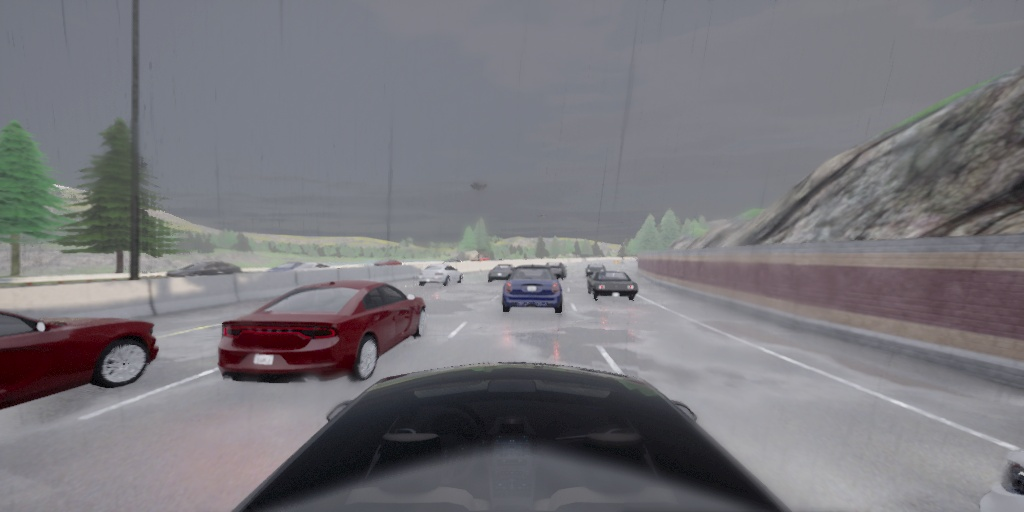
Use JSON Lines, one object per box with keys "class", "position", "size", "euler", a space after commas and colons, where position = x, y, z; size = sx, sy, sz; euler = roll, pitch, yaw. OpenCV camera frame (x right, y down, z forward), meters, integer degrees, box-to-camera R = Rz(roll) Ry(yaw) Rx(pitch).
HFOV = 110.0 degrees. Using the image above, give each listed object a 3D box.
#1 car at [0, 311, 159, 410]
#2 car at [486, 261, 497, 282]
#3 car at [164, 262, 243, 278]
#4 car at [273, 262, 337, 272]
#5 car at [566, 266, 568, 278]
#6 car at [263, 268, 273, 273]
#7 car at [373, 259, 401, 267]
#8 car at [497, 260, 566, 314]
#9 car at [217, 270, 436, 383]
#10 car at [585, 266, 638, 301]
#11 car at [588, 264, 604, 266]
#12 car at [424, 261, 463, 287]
{"class": "car", "position": [-6.785, 1.204, 3.820], "size": [1.882, 1.535, 5.008], "euler": [0, 0, 1]}
{"class": "car", "position": [-0.508, 1.317, 28.270], "size": [1.994, 1.385, 4.181], "euler": [0, 0, 11]}
{"class": "car", "position": [-22.405, 1.181, 26.275], "size": [1.837, 1.490, 4.892], "euler": [0, 0, 9]}
{"class": "car", "position": [-15.176, 1.227, 27.101], "size": [1.812, 1.442, 4.674], "euler": [0, 0, 10]}
{"class": "car", "position": [3.790, 1.260, 31.581], "size": [2.128, 1.511, 4.902], "euler": [0, 0, 13]}
{"class": "car", "position": [-18.244, 1.217, 29.755], "size": [1.812, 1.442, 4.674], "euler": [0, 0, 11]}
{"class": "car", "position": [-18.917, 1.171, 54.439], "size": [1.882, 1.535, 5.008], "euler": [0, 0, 19]}
{"class": "car", "position": [0.864, 1.107, 14.066], "size": [2.097, 1.767, 4.553], "euler": [0, 0, 5]}
{"class": "car", "position": [-3.170, 1.217, 7.204], "size": [1.882, 1.535, 5.008], "euler": [0, 0, 2]}
{"class": "car", "position": [4.748, 1.370, 17.615], "size": [1.895, 1.301, 4.718], "euler": [0, 0, 7]}
{"class": "car", "position": [8.221, 1.385, 34.925], "size": [1.895, 1.301, 4.718], "euler": [0, 0, 15]}
{"class": "car", "position": [-4.804, 1.263, 24.426], "size": [1.812, 1.442, 4.674], "euler": [0, 0, 10]}
